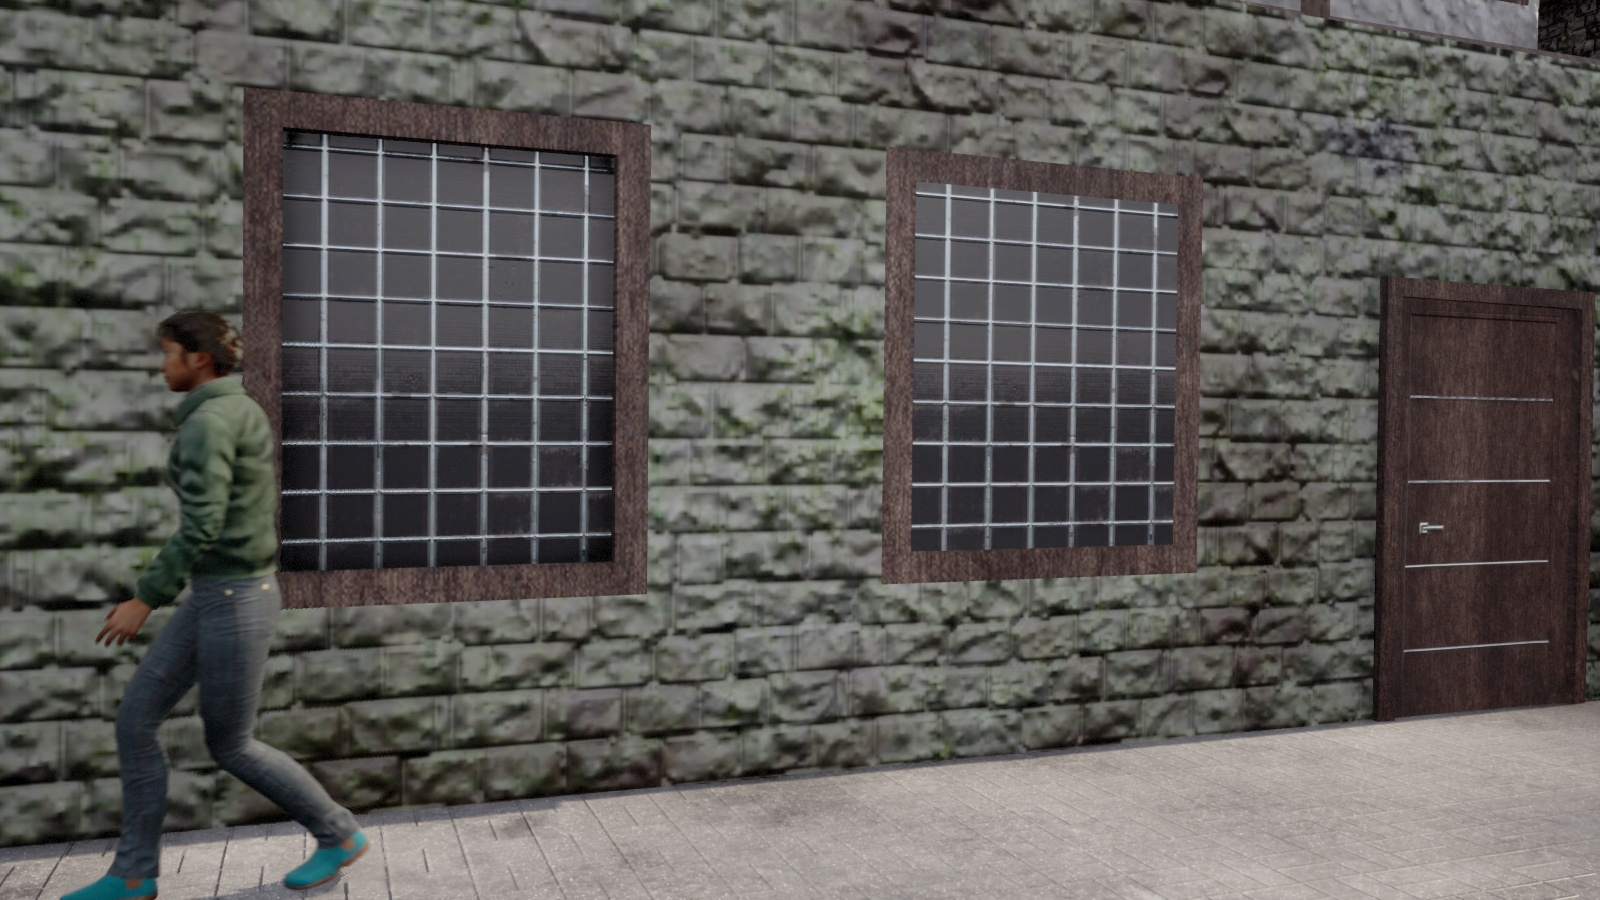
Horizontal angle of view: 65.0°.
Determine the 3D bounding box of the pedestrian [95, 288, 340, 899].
[{"bbox_3d":[-1.729,0.465,3.786,0.614,1.847,0.353,-1,1,-21],"label":"pedestrian"}]
